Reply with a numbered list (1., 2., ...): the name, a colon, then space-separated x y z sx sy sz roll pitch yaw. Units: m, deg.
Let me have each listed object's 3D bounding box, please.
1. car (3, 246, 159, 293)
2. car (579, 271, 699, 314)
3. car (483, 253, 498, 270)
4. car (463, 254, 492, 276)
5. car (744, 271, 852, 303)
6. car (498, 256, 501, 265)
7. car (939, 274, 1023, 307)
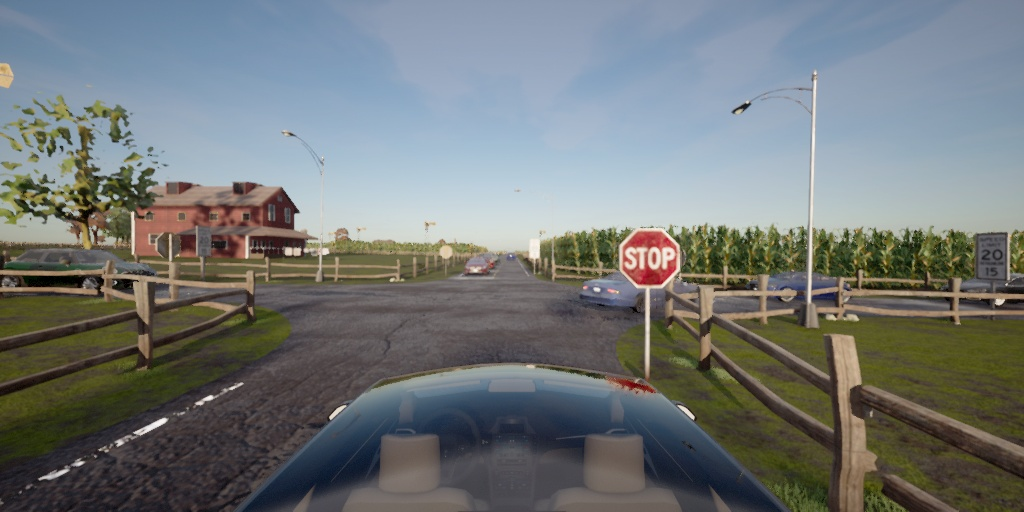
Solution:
1. car: -17.065 0.510 14.351 4.553 1.767 2.097 1 0 0
2. car: 4.998 1.225 13.371 5.357 1.411 2.033 1 0 -32
3. car: -2.922 0.512 39.066 2.097 1.767 4.553 0 1 0
4. car: -2.877 0.825 30.032 1.812 1.442 4.674 0 1 -1
5. car: 13.570 1.426 17.128 4.181 1.385 1.994 1 0 -2
6. car: -2.928 0.364 48.755 2.097 1.767 4.553 0 1 0
7. car: 23.444 1.595 17.067 4.892 1.490 1.837 1 0 1
